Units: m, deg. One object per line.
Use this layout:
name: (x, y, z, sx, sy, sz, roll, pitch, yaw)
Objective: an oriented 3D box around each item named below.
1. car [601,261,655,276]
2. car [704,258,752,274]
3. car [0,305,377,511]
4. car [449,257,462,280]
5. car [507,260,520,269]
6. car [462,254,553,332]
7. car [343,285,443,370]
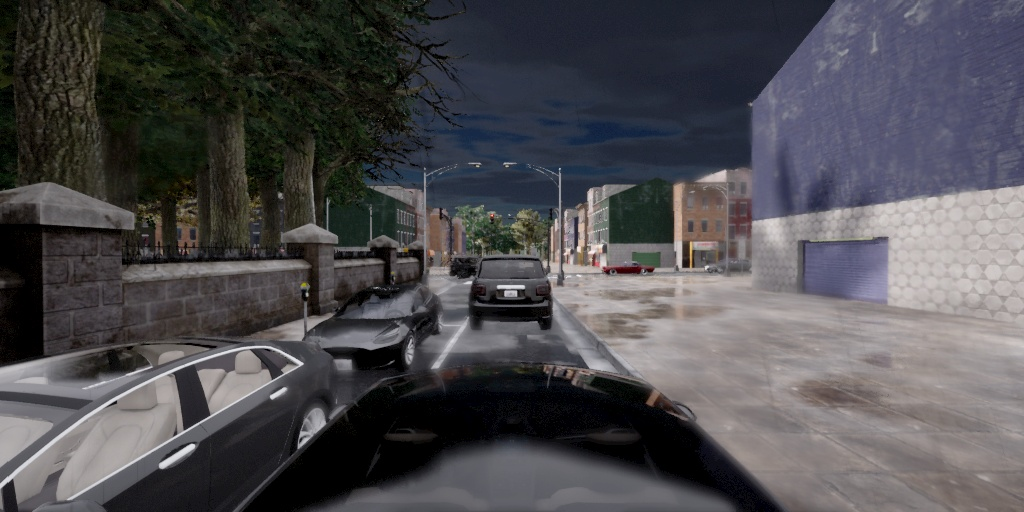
car: (10.989, 1.186, 34.310, 4.718, 1.301, 1.895, -1, 1, 0)
car: (21.027, 0.942, 34.296, 4.902, 1.511, 2.128, -1, 1, 0)
car: (-2.641, 1.300, 2.047, 2.007, 1.370, 4.403, 0, 0, 0)
car: (-2.672, 1.020, 31.387, 5.566, 2.045, 2.150, -2, 0, 0)
car: (0.171, 1.372, 57.861, 2.033, 1.411, 5.357, 0, 0, 0)
car: (-0.012, 0.973, 11.045, 2.150, 2.045, 5.566, 0, 0, 0)
car: (-2.635, 1.316, 7.736, 1.948, 1.339, 4.313, 0, 0, 0)
